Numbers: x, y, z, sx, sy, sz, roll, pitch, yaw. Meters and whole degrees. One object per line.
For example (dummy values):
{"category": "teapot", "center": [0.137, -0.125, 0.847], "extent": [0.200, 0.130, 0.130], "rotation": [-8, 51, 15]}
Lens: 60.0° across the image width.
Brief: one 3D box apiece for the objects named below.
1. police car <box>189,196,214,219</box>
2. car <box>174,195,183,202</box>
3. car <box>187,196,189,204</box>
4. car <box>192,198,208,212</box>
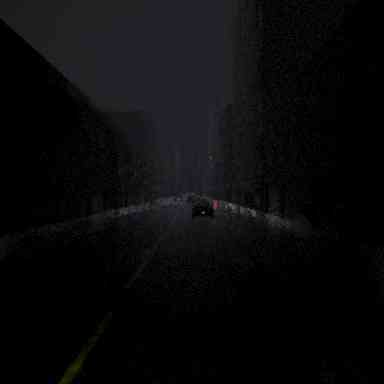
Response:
{"category": "police car", "center": [0.900, 1.423, 29.300], "extent": [1.930, 1.638, 5.238], "rotation": [0, 0, 0]}
{"category": "car", "center": [-2.999, 1.465, 75.929], "extent": [2.128, 1.511, 4.902], "rotation": [0, 0, 0]}
{"category": "car", "center": [0.001, 1.358, 65.619], "extent": [2.097, 1.767, 4.553], "rotation": [0, 0, 0]}
{"category": "car", "center": [0.900, 1.506, 39.191], "extent": [1.837, 1.490, 4.892], "rotation": [0, 0, 0]}
